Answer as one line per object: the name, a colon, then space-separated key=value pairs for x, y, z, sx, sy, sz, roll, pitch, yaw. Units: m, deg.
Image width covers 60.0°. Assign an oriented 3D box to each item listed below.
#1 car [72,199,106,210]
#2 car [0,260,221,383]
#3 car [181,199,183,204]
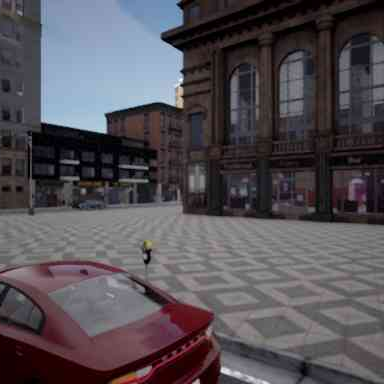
car: x=-13.059 y=1.555 z=42.242 sx=1.994 sy=1.385 sz=4.181 roll=0 pitch=0 yaw=36
car: x=-1.813 y=1.547 z=4.138 sx=4.507 sy=1.381 sz=1.887 roll=0 pitch=0 yaw=35
car: x=0.039 y=1.366 z=59.882 sx=2.097 sy=1.767 sz=4.553 roll=0 pitch=0 yaw=37
